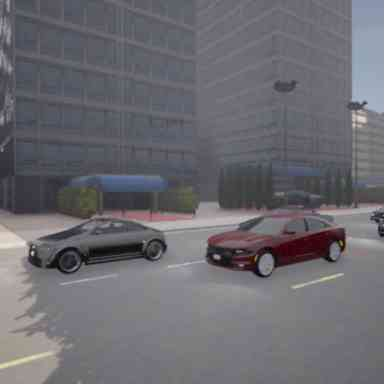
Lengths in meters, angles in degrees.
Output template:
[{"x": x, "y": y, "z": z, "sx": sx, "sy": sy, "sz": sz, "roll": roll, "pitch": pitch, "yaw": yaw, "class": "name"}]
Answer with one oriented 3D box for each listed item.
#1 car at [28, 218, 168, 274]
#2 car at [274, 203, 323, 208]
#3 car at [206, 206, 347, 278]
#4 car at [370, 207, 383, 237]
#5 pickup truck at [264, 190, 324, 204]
[{"x": -2.854, "y": 1.533, "z": 10.534, "sx": 4.181, "sy": 1.385, "sz": 1.994, "roll": -1, "pitch": 0, "yaw": -35, "class": "car"}, {"x": 4.668, "y": 1.447, "z": 15.846, "sx": 5.357, "sy": 1.411, "sz": 2.033, "roll": -1, "pitch": 0, "yaw": -35, "class": "car"}, {"x": 2.694, "y": 1.416, "z": 10.168, "sx": 5.008, "sy": 1.535, "sz": 1.882, "roll": -1, "pitch": 0, "yaw": -35, "class": "car"}, {"x": 10.739, "y": 1.390, "z": 15.843, "sx": 4.674, "sy": 1.442, "sz": 1.812, "roll": -1, "pitch": 0, "yaw": -35, "class": "car"}, {"x": 11.018, "y": 0.827, "z": 36.263, "sx": 6.274, "sy": 2.098, "sz": 2.390, "roll": 0, "pitch": 0, "yaw": -5, "class": "pickup truck"}]
